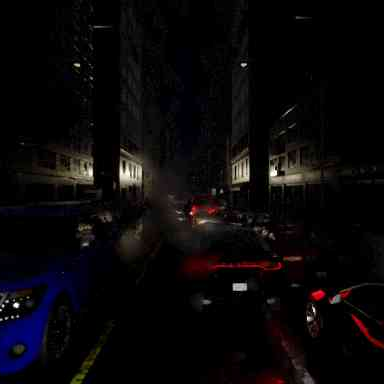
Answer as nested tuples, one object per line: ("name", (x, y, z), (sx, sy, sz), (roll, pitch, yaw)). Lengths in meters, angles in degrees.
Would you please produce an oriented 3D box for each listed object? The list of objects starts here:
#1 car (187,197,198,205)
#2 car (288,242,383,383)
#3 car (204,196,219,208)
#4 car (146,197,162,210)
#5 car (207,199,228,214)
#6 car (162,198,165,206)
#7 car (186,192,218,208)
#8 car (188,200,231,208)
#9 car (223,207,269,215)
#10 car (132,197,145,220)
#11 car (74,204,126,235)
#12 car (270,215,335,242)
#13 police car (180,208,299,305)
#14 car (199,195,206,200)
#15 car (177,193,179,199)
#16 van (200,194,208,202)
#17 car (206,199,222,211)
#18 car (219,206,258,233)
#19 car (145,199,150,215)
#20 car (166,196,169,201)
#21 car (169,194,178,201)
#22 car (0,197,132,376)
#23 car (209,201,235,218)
("car", (0.146, 1.608, 58.934), (1.895, 1.301, 4.718), (0, 0, 0))
("car", (2.645, 1.566, 3.498), (1.947, 1.339, 4.313), (0, 0, 0))
("car", (2.755, 1.446, 47.650), (1.967, 1.590, 4.097), (0, 0, 0))
("car", (-5.284, 1.445, 42.143), (1.967, 1.590, 4.097), (0, 0, 0))
("car", (2.727, 1.555, 36.612), (2.008, 1.369, 4.403), (0, 0, 0))
("car", (-5.271, 1.531, 47.491), (1.752, 1.417, 4.829), (0, 0, 0))
("car", (0.884, 1.227, 24.232), (2.150, 2.045, 5.566), (0, 0, 0))
("car", (0.853, 1.458, 18.395), (1.801, 1.575, 5.366), (0, 0, 0))
("car", (2.672, 1.551, 14.536), (2.008, 1.369, 4.403), (0, 0, 0))
("car", (-5.325, 1.317, 25.587), (2.192, 1.841, 5.009), (0, 0, 0))
("car", (-5.335, 1.527, 19.901), (1.752, 1.417, 4.829), (0, 0, 0))
("car", (2.659, 1.545, 9.017), (1.887, 1.381, 4.507), (0, 0, 0))
("police car", (0.746, 1.425, 8.288), (1.930, 1.638, 5.238), (0, 0, -2))
("car", (2.865, 1.592, 91.612), (1.802, 1.307, 4.206), (0, 0, 0))
("car", (-5.175, 1.554, 85.942), (1.887, 1.381, 4.507), (0, 0, 0))
("van", (2.836, 1.350, 80.250), (1.690, 1.788, 3.998), (0, 0, 0))
("car", (2.741, 1.587, 42.131), (1.802, 1.307, 4.206), (0, 0, 0))
("car", (2.686, 1.583, 20.055), (1.802, 1.307, 4.206), (0, 0, 0))
("car", (-5.311, 1.585, 31.106), (1.802, 1.307, 4.206), (0, 0, 0))
("car", (-5.256, 1.557, 53.179), (2.008, 1.369, 4.403), (0, 0, 0))
("car", (-5.189, 1.560, 80.261), (2.008, 1.369, 4.403), (0, 0, 0))
("car", (-2.734, 1.220, 6.040), (2.150, 2.045, 5.566), (0, 0, 0))
("car", (2.714, 1.554, 31.093), (2.008, 1.369, 4.403), (0, 0, 0))
